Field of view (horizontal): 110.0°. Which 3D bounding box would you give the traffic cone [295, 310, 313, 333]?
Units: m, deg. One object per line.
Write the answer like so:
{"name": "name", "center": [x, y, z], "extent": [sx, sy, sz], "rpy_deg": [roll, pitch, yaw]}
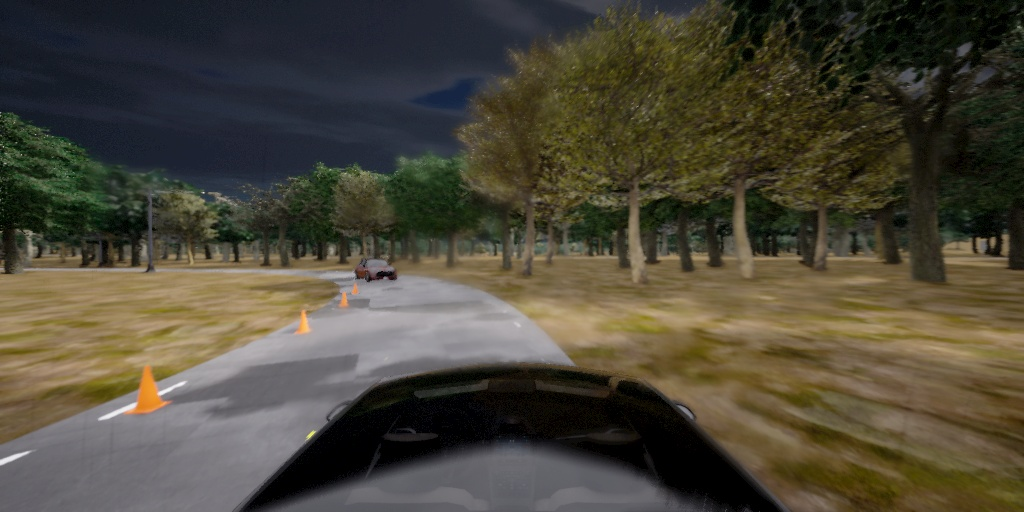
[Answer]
{"name": "traffic cone", "center": [-5.584, 1.744, 9.630], "extent": [0.340, 0.580, 0.340], "rpy_deg": [0, 0, -10]}

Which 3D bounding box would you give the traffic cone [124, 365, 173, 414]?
{"name": "traffic cone", "center": [-5.001, 1.801, 4.943], "extent": [0.340, 0.580, 0.340], "rpy_deg": [0, 0, -4]}

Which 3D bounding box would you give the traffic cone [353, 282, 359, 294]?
{"name": "traffic cone", "center": [-8.155, 1.670, 18.710], "extent": [0.340, 0.580, 0.340], "rpy_deg": [0, 0, -22]}

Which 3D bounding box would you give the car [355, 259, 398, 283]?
{"name": "car", "center": [-10.270, 0.993, 27.052], "extent": [2.097, 1.767, 4.553], "rpy_deg": [-2, 1, -38]}

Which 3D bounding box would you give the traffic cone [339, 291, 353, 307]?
{"name": "traffic cone", "center": [-6.639, 1.700, 14.235], "extent": [0.340, 0.580, 0.340], "rpy_deg": [0, 0, -16]}
